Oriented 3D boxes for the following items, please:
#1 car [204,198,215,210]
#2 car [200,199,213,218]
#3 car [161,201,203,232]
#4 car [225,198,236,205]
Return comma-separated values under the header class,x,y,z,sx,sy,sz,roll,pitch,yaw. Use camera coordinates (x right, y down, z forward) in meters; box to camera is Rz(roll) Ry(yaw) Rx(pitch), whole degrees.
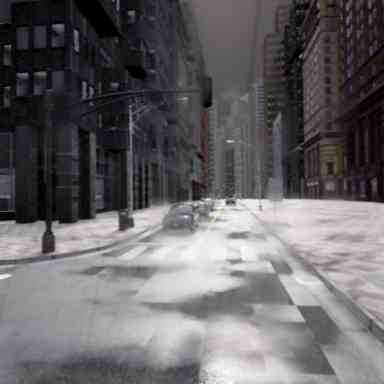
class,x,y,z,sx,sy,sz,roll,pitch,yaw
car,1.740,1.531,40.332,2.128,1.511,4.902,-1,0,7
car,0.532,1.588,30.137,1.994,1.385,4.181,-1,0,7
car,-0.597,1.524,20.244,1.837,1.490,4.892,-1,0,6
car,6.927,1.665,59.625,1.895,1.301,4.718,-1,0,6
